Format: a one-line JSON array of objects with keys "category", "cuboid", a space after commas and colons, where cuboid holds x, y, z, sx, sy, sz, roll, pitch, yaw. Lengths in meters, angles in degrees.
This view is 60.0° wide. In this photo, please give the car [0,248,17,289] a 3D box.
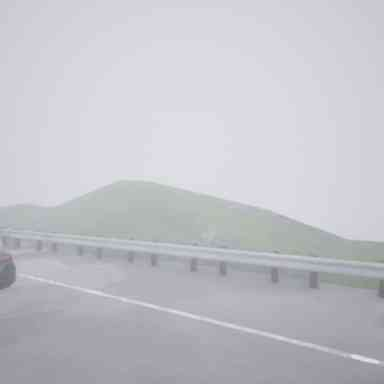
[{"category": "car", "cuboid": [-6.058, 1.578, 7.817, 4.181, 1.385, 1.994, 0, 0, 32]}]
